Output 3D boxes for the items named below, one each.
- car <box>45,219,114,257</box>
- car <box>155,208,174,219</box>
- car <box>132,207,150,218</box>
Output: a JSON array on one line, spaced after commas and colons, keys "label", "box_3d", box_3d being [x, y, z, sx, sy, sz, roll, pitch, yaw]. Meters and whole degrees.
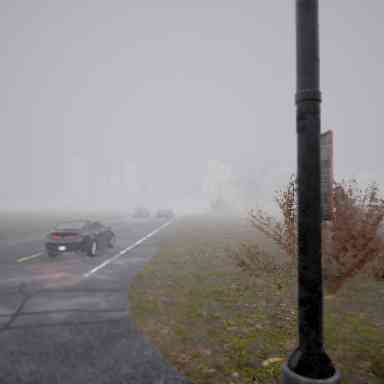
[{"label": "car", "box_3d": [-4.905, 1.979, 15.089, 1.837, 1.490, 4.892, 0, -2, 1]}, {"label": "car", "box_3d": [-4.177, 3.156, 48.206, 2.033, 1.411, 5.357, 0, -2, 2]}, {"label": "car", "box_3d": [-7.665, 3.043, 50.370, 2.097, 1.767, 4.553, 0, -2, 1]}]
